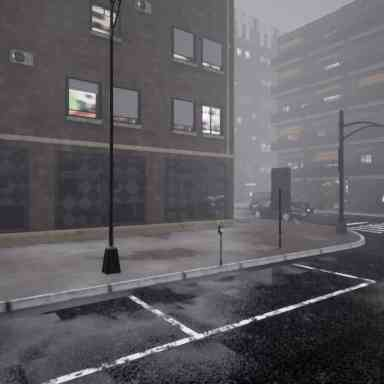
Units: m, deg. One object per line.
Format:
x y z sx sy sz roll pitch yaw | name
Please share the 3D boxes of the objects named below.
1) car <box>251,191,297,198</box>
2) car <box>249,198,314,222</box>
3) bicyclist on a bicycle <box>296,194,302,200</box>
7.170 0.988 27.322 2.150 2.045 5.566 0 1 -36 | car
6.262 1.342 24.181 2.008 1.369 4.403 1 0 -36 | car
11.522 1.011 36.196 1.656 1.620 0.582 0 1 -36 | bicyclist on a bicycle
